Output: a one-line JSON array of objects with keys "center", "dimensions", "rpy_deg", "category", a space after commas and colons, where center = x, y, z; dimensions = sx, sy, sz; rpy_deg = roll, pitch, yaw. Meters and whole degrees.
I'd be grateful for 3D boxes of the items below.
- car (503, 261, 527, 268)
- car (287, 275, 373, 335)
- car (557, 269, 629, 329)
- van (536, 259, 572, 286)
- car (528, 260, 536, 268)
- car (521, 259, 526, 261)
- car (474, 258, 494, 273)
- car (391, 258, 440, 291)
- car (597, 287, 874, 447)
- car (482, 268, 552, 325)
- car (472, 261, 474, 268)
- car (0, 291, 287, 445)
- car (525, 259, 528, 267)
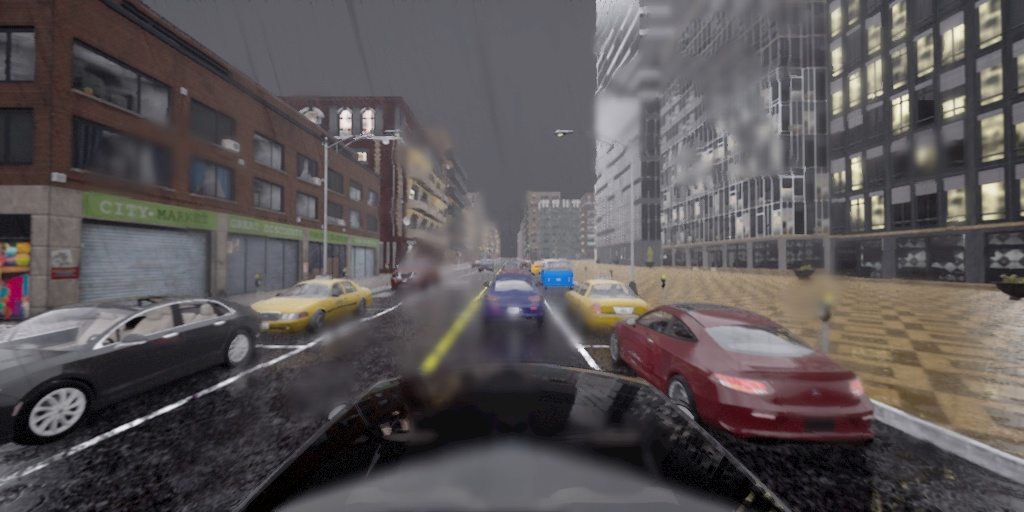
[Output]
[{"center": [0.011, 1.353, 29.730], "dimensions": [1.895, 1.301, 4.718], "rpy_deg": [0, 0, 0], "category": "car"}, {"center": [-5.710, 1.276, 10.591], "dimensions": [1.751, 1.417, 4.829], "rpy_deg": [0, 0, 0], "category": "car"}, {"center": [2.670, 1.275, 10.950], "dimensions": [1.751, 1.417, 4.829], "rpy_deg": [0, 0, 0], "category": "car"}, {"center": [2.641, 1.091, 21.921], "dimensions": [1.690, 1.789, 3.998], "rpy_deg": [0, 0, 0], "category": "van"}, {"center": [3.048, 1.231, 37.979], "dimensions": [1.882, 1.535, 5.008], "rpy_deg": [0, 0, 0], "category": "car"}, {"center": [2.541, 1.304, 60.908], "dimensions": [1.888, 1.381, 4.507], "rpy_deg": [0, 0, 0], "category": "car"}, {"center": [-3.206, 1.303, 45.002], "dimensions": [2.033, 1.411, 5.357], "rpy_deg": [0, 0, 0], "category": "car"}, {"center": [-5.740, 1.066, 21.900], "dimensions": [2.192, 1.841, 5.009], "rpy_deg": [0, 0, 0], "category": "car"}, {"center": [2.685, 1.332, 5.211], "dimensions": [1.802, 1.307, 4.207], "rpy_deg": [0, 0, 0], "category": "car"}, {"center": [0.043, 1.275, 11.677], "dimensions": [1.812, 1.442, 4.674], "rpy_deg": [0, 0, -1], "category": "car"}, {"center": [-5.840, 1.305, 60.888], "dimensions": [1.888, 1.381, 4.507], "rpy_deg": [0, 0, 0], "category": "car"}, {"center": [-5.696, 1.301, 5.190], "dimensions": [2.007, 1.370, 4.403], "rpy_deg": [0, 0, 0], "category": "car"}, {"center": [3.036, 1.259, 44.980], "dimensions": [1.837, 1.490, 4.892], "rpy_deg": [0, 0, 0], "category": "car"}]
